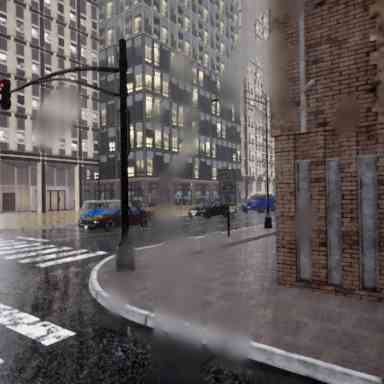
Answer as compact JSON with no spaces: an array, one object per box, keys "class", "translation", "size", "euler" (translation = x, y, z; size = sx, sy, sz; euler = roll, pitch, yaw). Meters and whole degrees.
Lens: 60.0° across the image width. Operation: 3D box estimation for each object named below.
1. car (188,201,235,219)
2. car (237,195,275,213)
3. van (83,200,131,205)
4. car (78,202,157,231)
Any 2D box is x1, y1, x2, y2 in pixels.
[{"class":"car","translation":[1.571,1.576,29.651],"size":[2.128,1.511,4.902],"euler":[-1,-1,36]},{"class":"car","translation":[7.749,1.330,38.263],"size":[2.150,2.045,5.566],"euler":[-1,-1,36]},{"class":"van","translation":[-6.029,1.458,23.499],"size":[1.690,1.788,3.998],"euler":[-2,-1,36]},{"class":"car","translation":[-4.512,1.612,21.164],"size":[2.033,1.411,5.357],"euler":[-1,-1,36]}]
